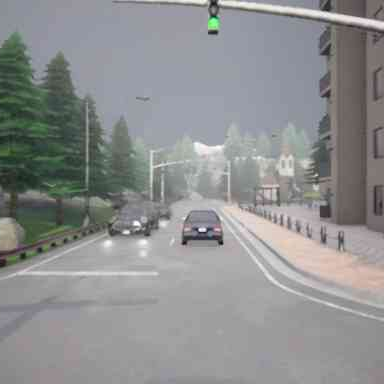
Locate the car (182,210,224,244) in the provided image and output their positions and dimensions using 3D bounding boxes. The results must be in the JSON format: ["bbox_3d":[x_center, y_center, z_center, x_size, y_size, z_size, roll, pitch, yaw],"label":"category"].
[{"bbox_3d":[0.505,1.556,15.814,2.033,1.411,5.357,0,0,2],"label":"car"}]

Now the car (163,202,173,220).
[{"bbox_3d":[-2.728,1.571,28.331,1.994,1.385,4.181,0,0,2],"label":"car"}]

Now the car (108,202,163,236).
[{"bbox_3d":[-3.090,1.366,18.374,2.097,1.767,4.553,0,0,2],"label":"car"}]
